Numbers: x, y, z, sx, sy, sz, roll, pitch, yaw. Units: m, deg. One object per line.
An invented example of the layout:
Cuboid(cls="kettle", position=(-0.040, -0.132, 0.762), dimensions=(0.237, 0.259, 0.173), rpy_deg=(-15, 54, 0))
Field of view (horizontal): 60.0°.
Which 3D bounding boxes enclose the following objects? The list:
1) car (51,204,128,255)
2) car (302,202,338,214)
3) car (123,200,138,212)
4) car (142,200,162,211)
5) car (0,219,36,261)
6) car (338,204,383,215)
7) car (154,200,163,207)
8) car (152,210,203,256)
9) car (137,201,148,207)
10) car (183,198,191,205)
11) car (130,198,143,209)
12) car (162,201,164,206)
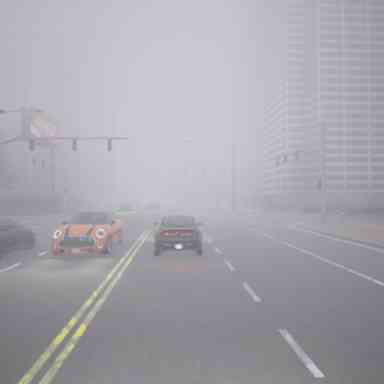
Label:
Cuboid(cls="car", position=(-4.255, 1.555, 14.169), dimensions=(2.097, 1.767, 4.553), rpy_deg=(0, -1, -3))
Cuboid(cls="car", position=(16.459, 1.991, 42.130), dimensions=(5.008, 1.535, 1.882), rpy_deg=(0, -1, -3))
Cuboid(cls="car", position=(-9.800, 2.269, 50.475), dimensions=(1.994, 1.385, 4.181), rpy_deg=(0, -1, -3))
Cuboid(cls="car", position=(-6.517, 2.299, 54.704), dimensions=(2.033, 1.411, 5.357), rpy_deg=(0, -1, -3))
Cuboid(cls="car", position=(-7.691, 1.759, 12.694), dimensions=(1.994, 1.385, 4.181), rpy_deg=(0, -1, -3))
Cuboid(cls="car", position=(20.149, 2.059, 38.844), dimensions=(4.718, 1.301, 1.895), rpy_deg=(0, -1, -3))
Cuboid(cls="car", position=(-7.650, 2.575, 76.838), dimensions=(1.812, 1.442, 4.674), rpy_deg=(0, -1, -3))
Cuboid(cls="car", position=(-0.603, 1.696, 14.066), dimensions=(1.837, 1.490, 4.892), rpy_deg=(0, -1, -3))
Cuboid(cls="car", position=(-10.977, 2.613, 73.596), dimensions=(1.895, 1.301, 4.718), rpy_deg=(0, -1, -3))
Cuboid(cls="car", position=(-1.522, 2.602, 92.952), dimensions=(2.097, 1.767, 4.553), rpy_deg=(0, -1, -3))
Cuboid(cls="car", position=(-10.416, 2.395, 62.672), dimensions=(1.812, 1.442, 4.674), rpy_deg=(0, -1, -3))
Cuboid(cls="car", position=(-7.094, 2.405, 66.684), dimensions=(2.128, 1.511, 4.902), rpy_deg=(0, -1, -3))
